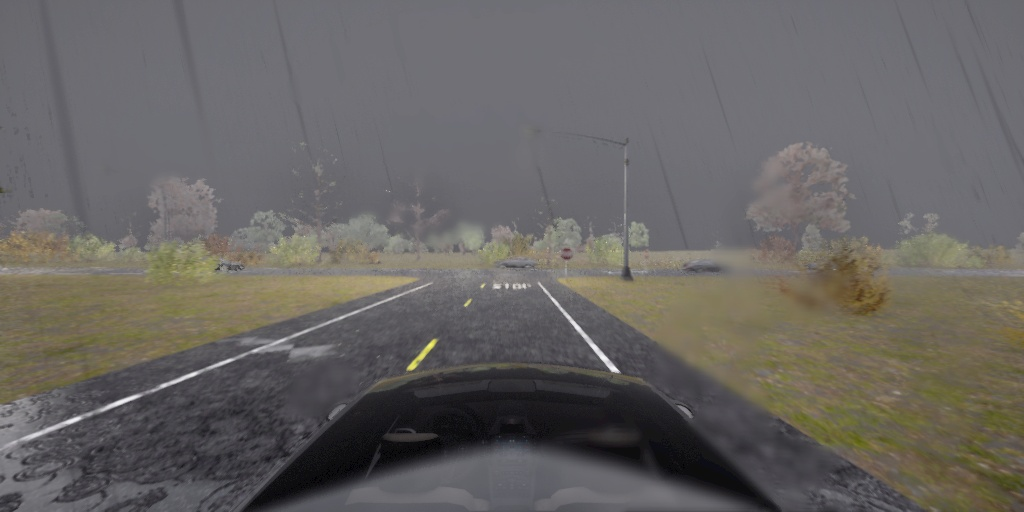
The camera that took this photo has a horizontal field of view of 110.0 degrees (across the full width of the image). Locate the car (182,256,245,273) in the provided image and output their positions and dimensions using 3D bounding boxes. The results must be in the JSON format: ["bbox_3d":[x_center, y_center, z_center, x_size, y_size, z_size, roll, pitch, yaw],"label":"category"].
[{"bbox_3d":[-27.609,0.794,33.229,5.008,1.535,1.882,0,1,-2],"label":"car"}]

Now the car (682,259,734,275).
[{"bbox_3d":[18.806,1.014,34.502,4.674,1.442,1.812,0,1,-2],"label":"car"}]

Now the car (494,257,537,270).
[{"bbox_3d":[0.427,0.850,41.007,4.902,1.511,2.128,0,1,-1],"label":"car"}]

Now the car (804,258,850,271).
[{"bbox_3d":[37.025,1.019,42.049,4.892,1.490,1.837,-2,1,-2],"label":"car"}]
